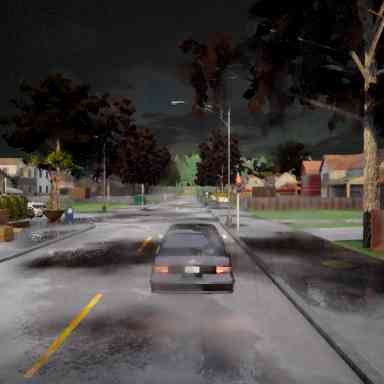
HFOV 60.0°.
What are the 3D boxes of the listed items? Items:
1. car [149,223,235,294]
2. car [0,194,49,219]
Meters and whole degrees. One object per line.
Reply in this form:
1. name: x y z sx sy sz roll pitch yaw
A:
1. car: 0.016 1.547 8.935 2.033 1.411 5.357 0 0 0
2. car: -15.051 1.221 28.058 5.566 2.045 2.150 0 0 0
